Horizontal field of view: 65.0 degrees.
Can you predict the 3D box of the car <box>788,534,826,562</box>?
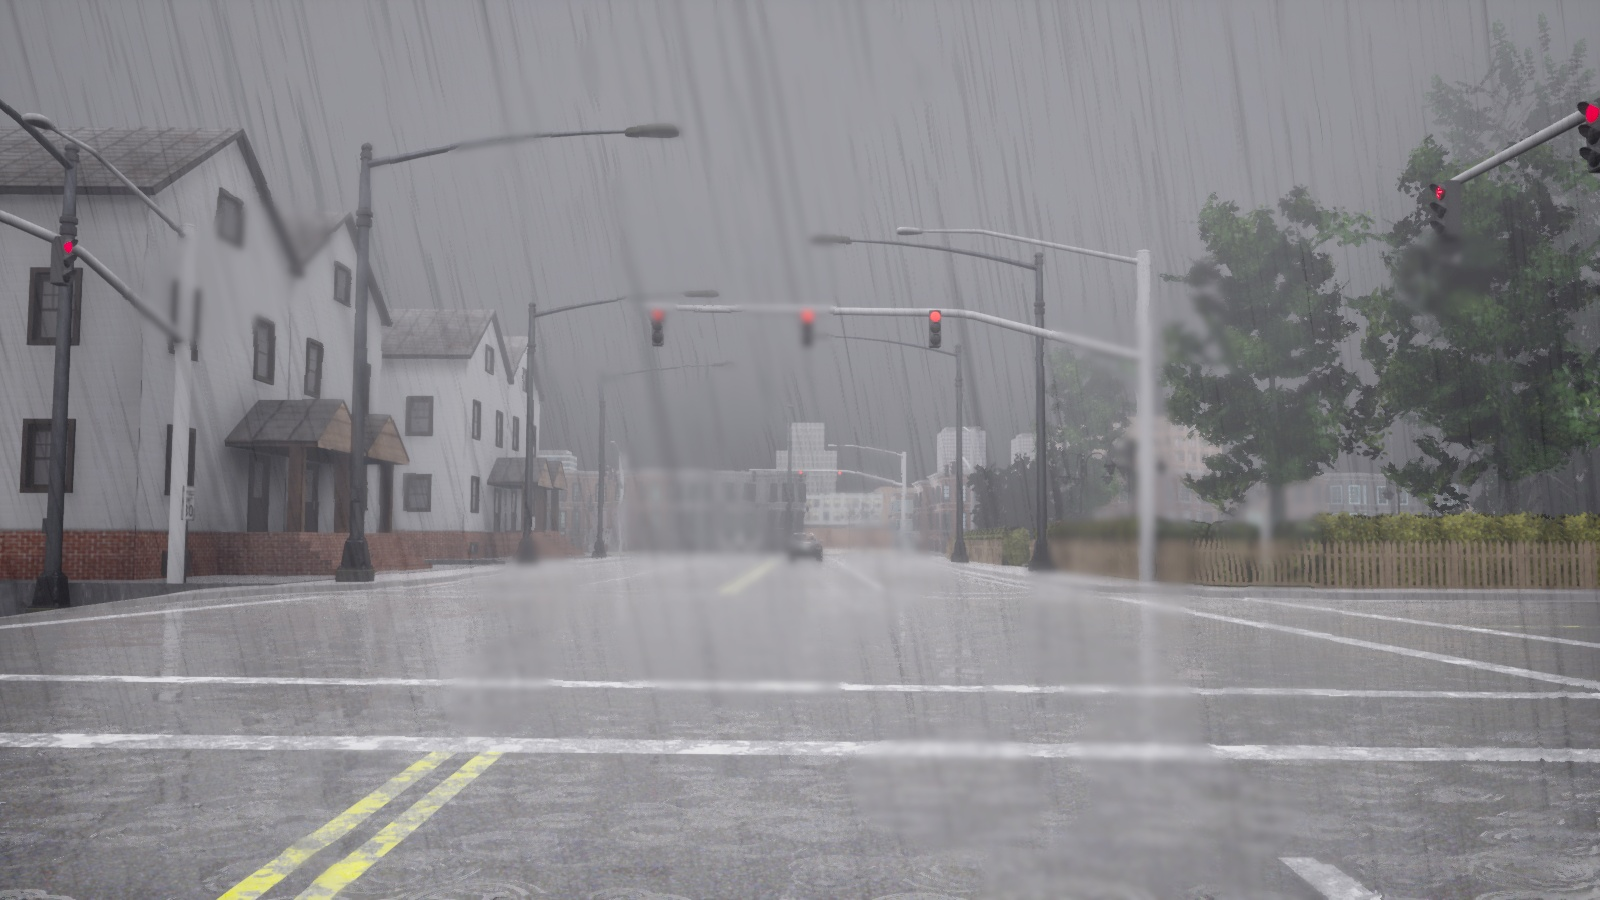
[{"bbox_3d":[0.368,5.232,67.110,1.970,1.475,3.806,0,-4,1],"label":"car"}]
